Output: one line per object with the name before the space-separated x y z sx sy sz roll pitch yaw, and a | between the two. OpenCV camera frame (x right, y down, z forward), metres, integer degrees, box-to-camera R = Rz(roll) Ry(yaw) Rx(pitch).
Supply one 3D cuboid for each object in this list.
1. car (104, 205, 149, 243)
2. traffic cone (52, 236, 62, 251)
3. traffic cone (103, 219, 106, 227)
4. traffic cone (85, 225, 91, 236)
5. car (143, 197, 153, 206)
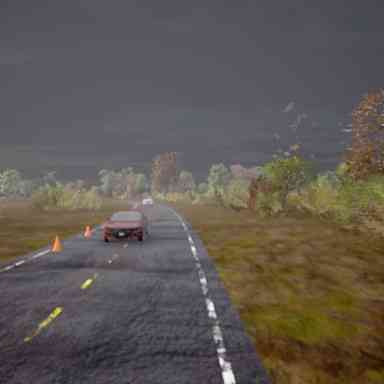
car | -3.358 1.674 17.651 1.882 1.535 5.008 0 -1 -3
traffic cone | -5.638 2.132 13.918 0.340 0.580 0.340 0 -1 -3
traffic cone | -6.228 2.234 23.845 0.340 0.580 0.340 0 -1 -4
traffic cone | -5.908 2.183 18.883 0.340 0.580 0.340 0 -1 -3
car | -9.775 2.032 73.764 2.150 2.045 5.566 0 -1 -10
